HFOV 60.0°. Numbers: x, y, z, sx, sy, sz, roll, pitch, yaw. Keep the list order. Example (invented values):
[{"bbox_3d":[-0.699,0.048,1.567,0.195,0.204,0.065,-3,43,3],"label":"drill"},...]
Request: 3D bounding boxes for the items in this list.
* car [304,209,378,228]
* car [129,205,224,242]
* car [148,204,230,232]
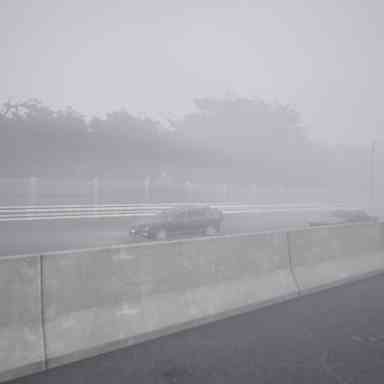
[{"bbox_3d":[8.723,1.703,19.048,5.357,1.411,2.033,1,-1,-37],"label":"car"},{"bbox_3d":[-0.716,1.553,16.462,4.892,1.490,1.837,1,0,-36],"label":"car"},{"bbox_3d":[-0.140,1.571,21.218,4.902,1.511,2.128,1,0,-36],"label":"car"}]
